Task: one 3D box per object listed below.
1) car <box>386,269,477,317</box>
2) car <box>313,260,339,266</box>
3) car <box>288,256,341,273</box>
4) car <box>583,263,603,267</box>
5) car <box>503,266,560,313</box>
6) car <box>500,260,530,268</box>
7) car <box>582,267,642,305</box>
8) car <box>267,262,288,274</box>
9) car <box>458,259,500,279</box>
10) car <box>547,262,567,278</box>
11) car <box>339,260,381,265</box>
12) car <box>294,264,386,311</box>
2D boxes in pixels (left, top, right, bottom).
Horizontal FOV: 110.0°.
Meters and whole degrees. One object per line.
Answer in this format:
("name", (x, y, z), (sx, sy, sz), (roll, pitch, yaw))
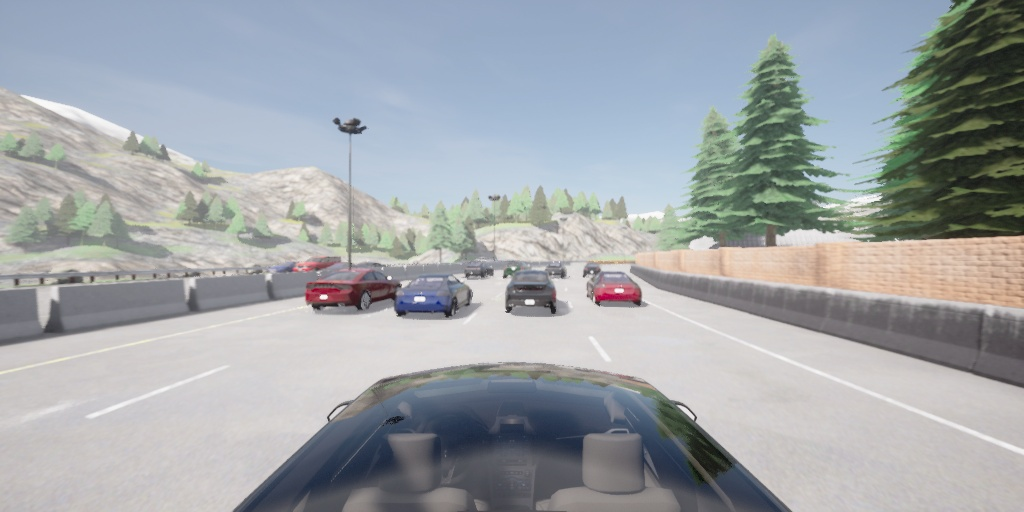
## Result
("car", (-2.783, 1.346, 13.415), (1.994, 1.385, 4.181), (0, 0, 4))
("car", (-17.189, 1.367, 36.552), (2.033, 1.411, 5.357), (0, 0, 12))
("car", (-20.403, 1.035, 38.153), (2.150, 2.045, 5.566), (0, 0, 13))
("car", (8.456, 1.423, 37.536), (1.812, 1.442, 4.674), (0, 0, 15))
("car", (0.808, 1.301, 14.370), (1.837, 1.490, 4.892), (0, 0, 5))
("car", (0.621, 1.218, 34.913), (2.097, 1.767, 4.553), (0, 0, 13))
("car", (4.549, 1.378, 16.476), (1.994, 1.385, 4.181), (0, 0, 6))
("car", (-23.850, 1.333, 38.608), (1.812, 1.442, 4.674), (0, 0, 13))
("car", (-3.077, 1.345, 34.485), (2.128, 1.511, 4.902), (0, 0, 12))
("car", (4.408, 1.371, 35.792), (2.128, 1.511, 4.902), (0, 0, 13))
("car", (-13.992, 1.328, 34.588), (1.837, 1.490, 4.892), (0, 0, 12))
("car", (-6.192, 1.254, 14.651), (1.882, 1.535, 5.008), (0, 0, 5))
